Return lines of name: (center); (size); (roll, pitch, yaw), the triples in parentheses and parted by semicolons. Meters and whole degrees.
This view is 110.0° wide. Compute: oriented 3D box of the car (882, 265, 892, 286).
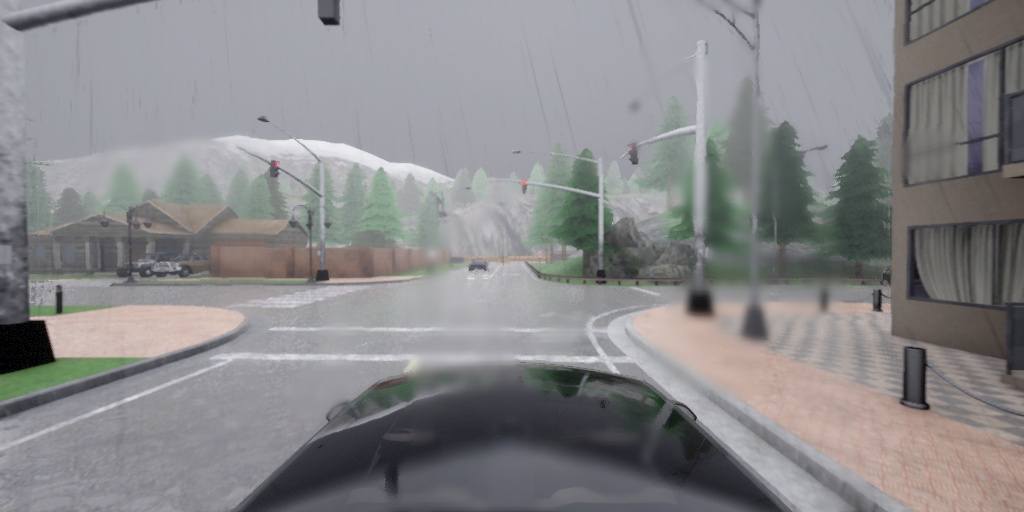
car: (23.965, 0.808, 19.813); (5.566, 2.045, 2.150); (0, 1, -1)

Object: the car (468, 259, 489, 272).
car: (-3.511, 0.973, 37.910); (1.895, 1.301, 4.718); (0, 1, 0)
